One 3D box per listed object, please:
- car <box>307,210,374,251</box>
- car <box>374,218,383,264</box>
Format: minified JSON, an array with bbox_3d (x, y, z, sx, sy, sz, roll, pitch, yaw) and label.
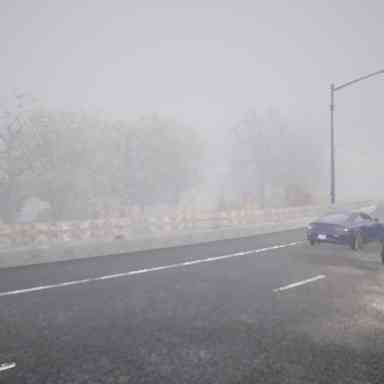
[{"bbox_3d":[6.473,1.461,13.736,4.674,1.442,1.812,0,0,-42],"label":"car"},{"bbox_3d":[7.616,1.291,10.079,4.553,1.767,2.097,0,0,-40],"label":"car"}]
